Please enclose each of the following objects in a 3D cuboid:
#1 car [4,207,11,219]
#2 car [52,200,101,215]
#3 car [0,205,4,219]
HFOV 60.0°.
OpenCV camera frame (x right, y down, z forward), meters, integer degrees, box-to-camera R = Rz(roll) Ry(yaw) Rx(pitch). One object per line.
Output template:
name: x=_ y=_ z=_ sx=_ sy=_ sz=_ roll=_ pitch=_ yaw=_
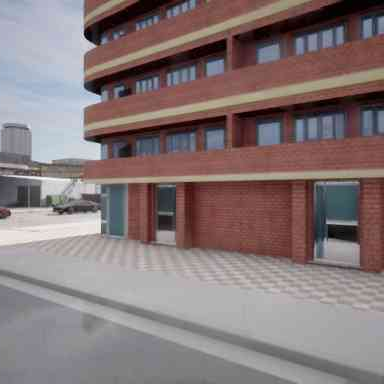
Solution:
car: x=-17.013 y=1.563 z=26.880 sx=1.994 sy=1.385 sz=4.181 roll=0 pitch=0 yaw=34
car: x=-11.704 y=1.547 z=34.608 sx=2.033 sy=1.411 sz=5.357 roll=0 pitch=0 yaw=34
car: x=-15.665 y=1.351 z=22.346 sx=2.097 sy=1.767 sz=4.553 roll=0 pitch=0 yaw=35
